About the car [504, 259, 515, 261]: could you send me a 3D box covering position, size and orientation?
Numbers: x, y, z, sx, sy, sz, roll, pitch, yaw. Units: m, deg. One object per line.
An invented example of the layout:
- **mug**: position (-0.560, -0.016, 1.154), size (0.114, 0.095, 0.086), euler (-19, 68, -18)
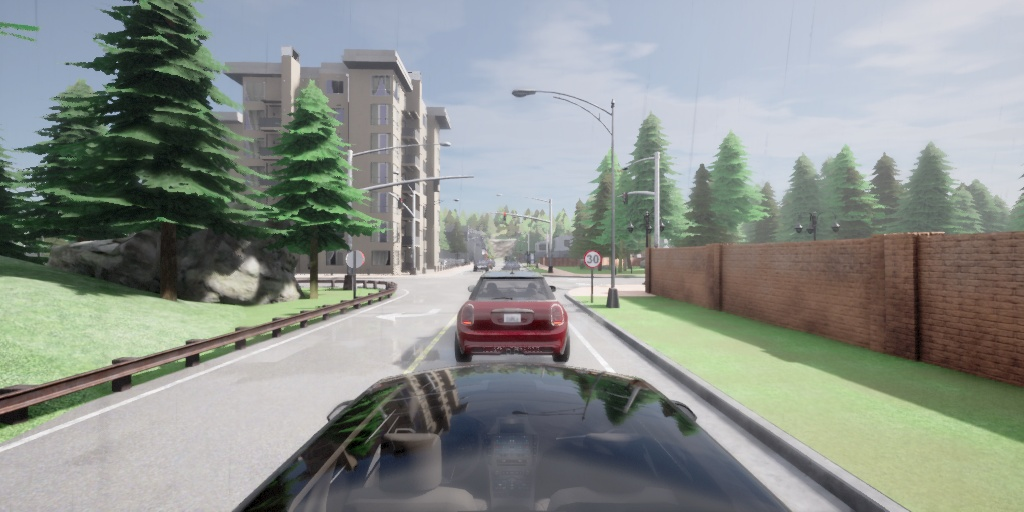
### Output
- **car**: position (-0.081, 1.297, 37.432), size (2.033, 1.411, 5.357), euler (0, 0, 0)

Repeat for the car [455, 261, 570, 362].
- **car**: position (0.005, 1.102, 8.354), size (2.097, 1.767, 4.553), euler (0, 0, 0)

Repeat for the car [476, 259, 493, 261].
- **car**: position (-3.982, 1.241, 46.675), size (2.128, 1.511, 4.902), euler (0, 0, -1)
